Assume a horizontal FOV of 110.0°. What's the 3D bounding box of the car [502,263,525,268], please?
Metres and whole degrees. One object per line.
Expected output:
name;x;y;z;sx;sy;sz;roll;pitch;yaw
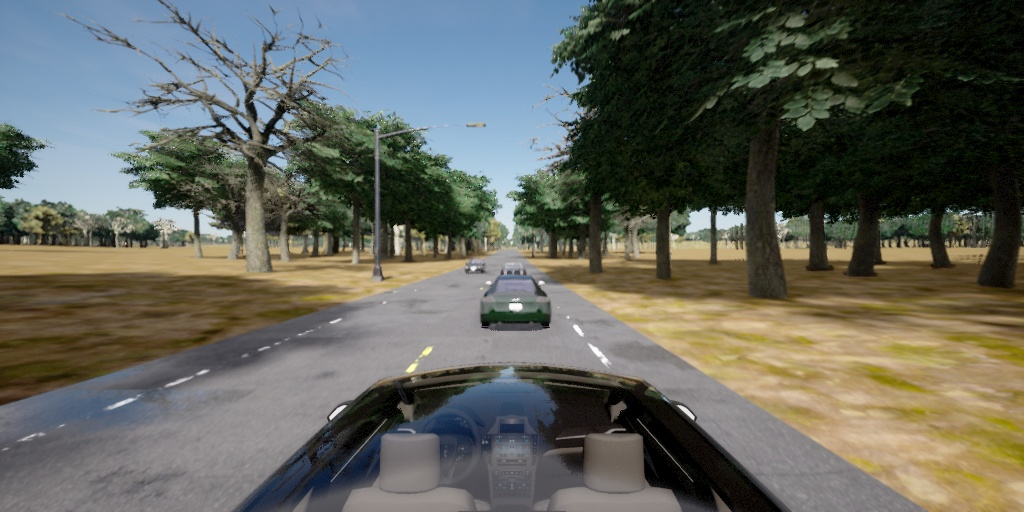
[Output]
car;0.103;1.168;28.281;1.895;1.301;4.718;0;1;0

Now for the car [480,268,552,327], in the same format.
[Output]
car;0.100;1.256;11.223;1.994;1.385;4.181;0;0;0

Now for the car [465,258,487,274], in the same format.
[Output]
car;-3.585;0.980;35.859;2.128;1.511;4.902;0;1;0
